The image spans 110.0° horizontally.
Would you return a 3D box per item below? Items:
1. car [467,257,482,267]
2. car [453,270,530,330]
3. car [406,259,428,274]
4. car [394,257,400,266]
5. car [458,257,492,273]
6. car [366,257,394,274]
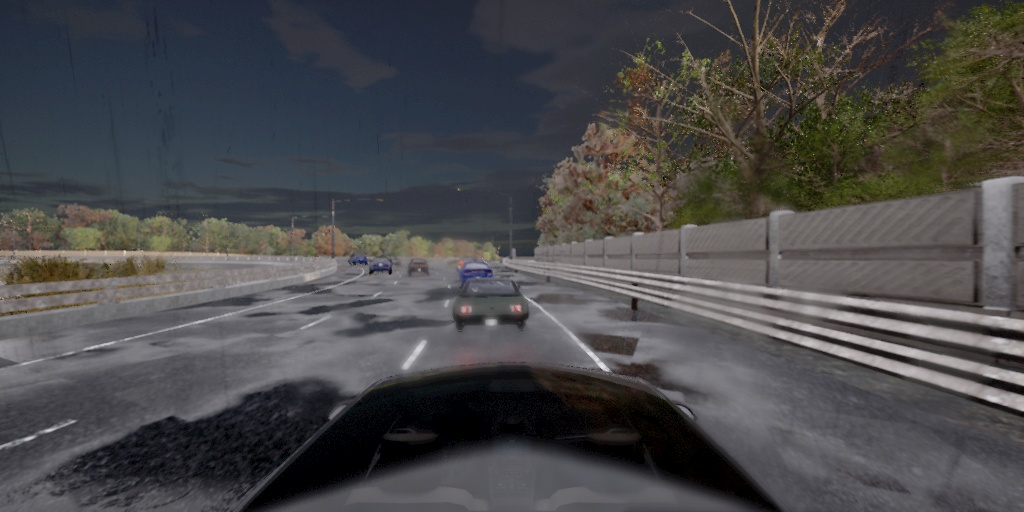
[{"bbox_3d":[-6.024,0.864,58.218,1.837,1.490,4.892,0,1,-1],"label":"car"},{"bbox_3d":[-0.657,1.288,10.816,1.895,1.301,4.718,0,0,-4],"label":"car"},{"bbox_3d":[-9.504,1.022,36.101,1.837,1.490,4.892,0,1,-18],"label":"car"},{"bbox_3d":[-19.033,0.872,56.748,2.128,1.511,4.902,0,0,-30],"label":"car"},{"bbox_3d":[-2.397,1.079,23.166,1.882,1.535,5.008,0,1,-11],"label":"car"},{"bbox_3d":[-13.552,0.866,37.022,2.097,1.767,4.553,0,0,-20],"label":"car"}]
